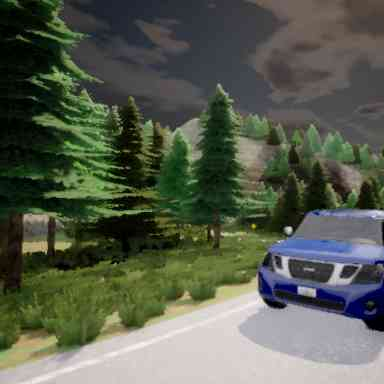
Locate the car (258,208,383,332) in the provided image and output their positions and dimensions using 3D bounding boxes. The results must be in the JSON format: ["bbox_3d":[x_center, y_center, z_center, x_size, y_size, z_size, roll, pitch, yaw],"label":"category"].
[{"bbox_3d":[3.599,1.415,7.688,2.150,2.045,5.566,0,-2,38],"label":"car"}]
